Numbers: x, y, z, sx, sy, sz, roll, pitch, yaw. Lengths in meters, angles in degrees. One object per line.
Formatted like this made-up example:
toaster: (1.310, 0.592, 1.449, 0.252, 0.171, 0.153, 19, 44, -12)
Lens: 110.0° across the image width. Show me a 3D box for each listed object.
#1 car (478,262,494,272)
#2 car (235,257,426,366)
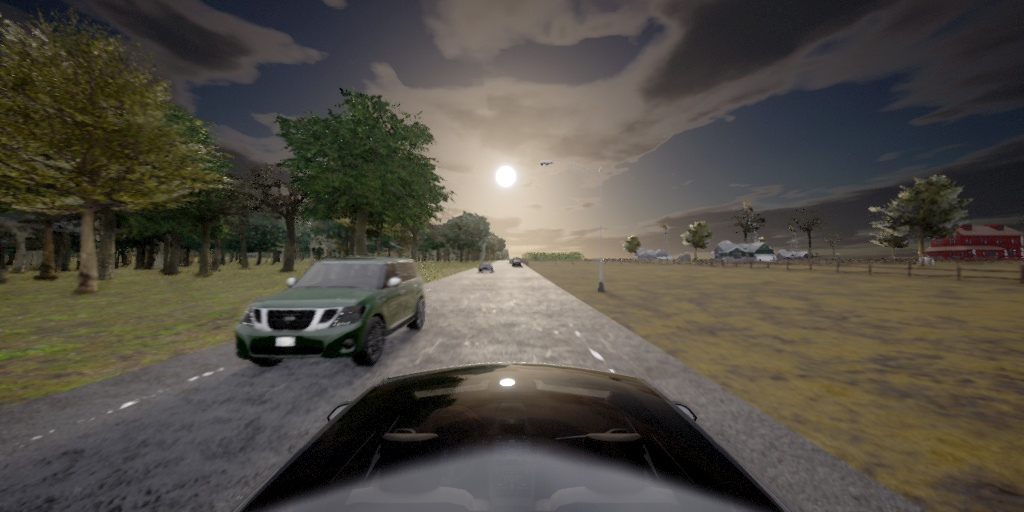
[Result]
car: (-3.569, 1.531, 49.541, 1.994, 1.385, 4.181, 0, 0, 0)
car: (-3.601, 1.027, 8.465, 2.150, 2.045, 5.566, 0, 0, 0)
